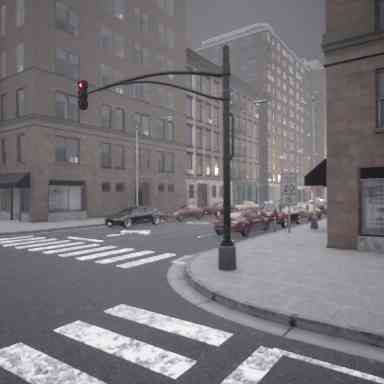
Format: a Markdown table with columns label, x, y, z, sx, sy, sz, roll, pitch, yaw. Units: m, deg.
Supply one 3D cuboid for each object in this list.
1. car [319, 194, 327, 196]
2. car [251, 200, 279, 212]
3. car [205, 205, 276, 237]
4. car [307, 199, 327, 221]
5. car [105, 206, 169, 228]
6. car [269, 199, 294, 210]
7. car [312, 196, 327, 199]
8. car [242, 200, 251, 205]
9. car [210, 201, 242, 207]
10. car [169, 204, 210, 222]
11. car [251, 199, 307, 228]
| label | x | y | z | sx | sy | sz | roll | pitch | yaw |
| --- | --- | --- | --- | --- | --- | --- | --- | --- | --- |
| car | 21.618 | 1.563 | 58.257 | 1.752 | 1.417 | 4.829 | -1 | 0 | 35 |
| car | 8.937 | 1.613 | 40.396 | 1.802 | 1.307 | 4.206 | 0 | 0 | 35 |
| car | 2.707 | 1.562 | 17.752 | 1.802 | 1.307 | 4.206 | 0 | 0 | 35 |
| car | 9.194 | 1.501 | 26.892 | 1.752 | 1.417 | 4.829 | 0 | 0 | 35 |
| car | -3.838 | 1.604 | 22.396 | 1.947 | 1.339 | 4.313 | 0 | 0 | 35 |
| car | 12.131 | 1.614 | 44.896 | 1.802 | 1.307 | 4.206 | -1 | 0 | 35 |
| car | 12.289 | 1.414 | 31.255 | 1.967 | 1.590 | 4.097 | 0 | 0 | 35 |
| car | 5.645 | 1.558 | 35.757 | 1.752 | 1.417 | 4.829 | 0 | 0 | 35 |
| car | 2.550 | 1.579 | 31.396 | 1.887 | 1.381 | 4.507 | 0 | 0 | 35 |
| car | -0.644 | 1.618 | 26.896 | 1.802 | 1.307 | 4.206 | 0 | 0 | 35 |
| car | 5.901 | 1.418 | 22.253 | 1.967 | 1.590 | 4.097 | 0 | 0 | 35 |
